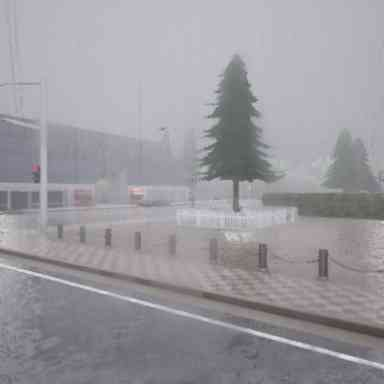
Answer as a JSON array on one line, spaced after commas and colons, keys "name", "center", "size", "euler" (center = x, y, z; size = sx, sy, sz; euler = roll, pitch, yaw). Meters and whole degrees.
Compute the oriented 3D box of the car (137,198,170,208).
[{"name": "car", "center": [-5.288, 1.515, 46.938], "size": [2.033, 1.411, 5.357], "euler": [0, 0, 36]}]
